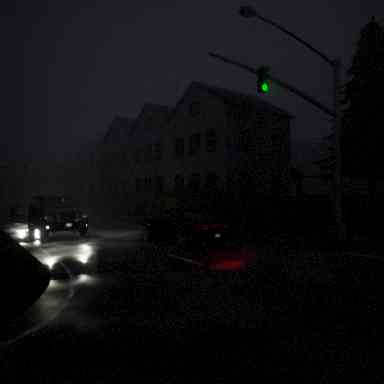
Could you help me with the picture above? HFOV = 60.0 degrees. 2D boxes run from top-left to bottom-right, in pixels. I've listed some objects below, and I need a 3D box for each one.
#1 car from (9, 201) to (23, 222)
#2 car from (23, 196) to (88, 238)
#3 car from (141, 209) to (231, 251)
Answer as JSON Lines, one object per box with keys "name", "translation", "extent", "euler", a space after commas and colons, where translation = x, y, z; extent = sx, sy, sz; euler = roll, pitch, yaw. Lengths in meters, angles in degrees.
{"name": "car", "translation": [-13.315, 1.506, 26.540], "extent": [2.128, 1.511, 4.902], "euler": [0, 0, -35]}
{"name": "car", "translation": [-7.459, 1.228, 18.151], "extent": [2.150, 2.045, 5.566], "euler": [0, 0, -35]}
{"name": "car", "translation": [-0.459, 1.478, 14.424], "extent": [1.882, 1.535, 5.008], "euler": [0, 0, -35]}
